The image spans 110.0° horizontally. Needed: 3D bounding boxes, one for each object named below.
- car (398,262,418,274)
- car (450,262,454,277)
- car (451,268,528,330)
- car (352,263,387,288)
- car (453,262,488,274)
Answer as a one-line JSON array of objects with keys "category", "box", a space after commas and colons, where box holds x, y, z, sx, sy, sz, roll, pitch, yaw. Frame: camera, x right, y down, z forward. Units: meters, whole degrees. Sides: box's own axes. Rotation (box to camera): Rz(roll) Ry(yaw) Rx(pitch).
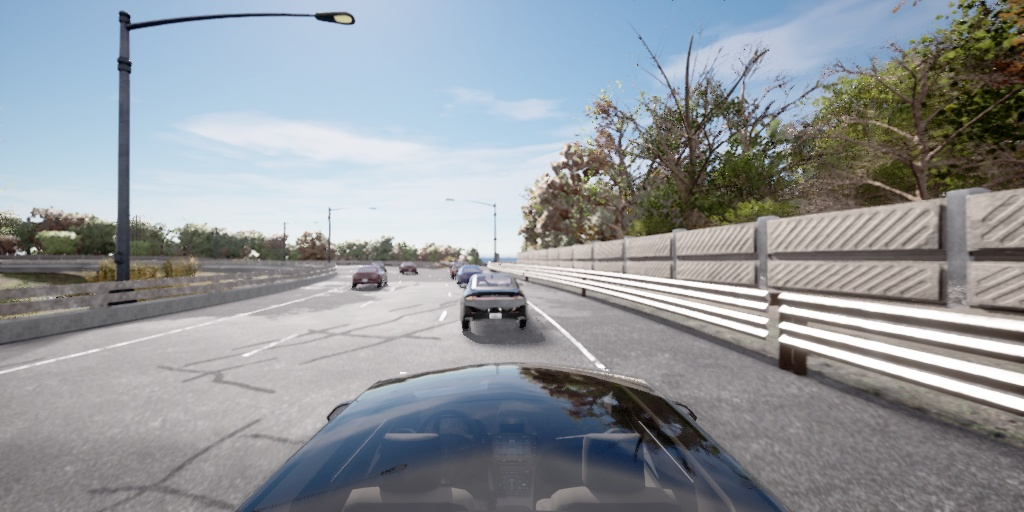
[{"category": "car", "box": [-13.394, 1.536, 45.981, 1.812, 1.442, 4.674, 0, 0, -24]}, {"category": "car", "box": [-5.093, 1.546, 35.331, 1.895, 1.301, 4.718, 0, 0, -12]}, {"category": "car", "box": [-0.632, 1.299, 11.452, 2.128, 1.511, 4.902, 0, 0, -5]}, {"category": "car", "box": [-9.975, 1.415, 25.280, 1.812, 1.442, 4.674, 0, 0, -13]}, {"category": "car", "box": [-2.995, 1.413, 25.570, 1.812, 1.442, 4.674, 0, 0, -12]}]
